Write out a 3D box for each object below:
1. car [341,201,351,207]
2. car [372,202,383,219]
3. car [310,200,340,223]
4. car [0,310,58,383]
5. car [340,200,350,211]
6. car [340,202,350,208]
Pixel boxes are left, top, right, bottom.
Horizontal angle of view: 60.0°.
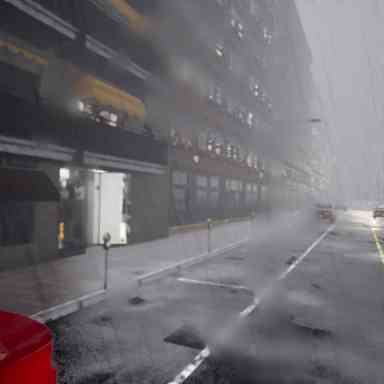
[{"bbox_3d":[38.251,3.040,82.418,2.008,1.369,4.403,1,-1,27],"label":"car"},{"bbox_3d":[21.178,2.232,36.965,1.812,1.442,4.674,0,-1,27],"label":"car"},{"bbox_3d":[12.604,1.870,31.853,2.192,1.841,5.009,1,0,27],"label":"car"},{"bbox_3d":[-2.793,1.540,1.512,1.887,1.381,4.507,1,-1,27],"label":"car"},{"bbox_3d":[25.430,2.337,57.137,2.192,1.841,5.009,1,-1,27],"label":"car"},{"bbox_3d":[35.685,2.962,77.361,1.947,1.339,4.313,1,-1,27],"label":"car"}]
